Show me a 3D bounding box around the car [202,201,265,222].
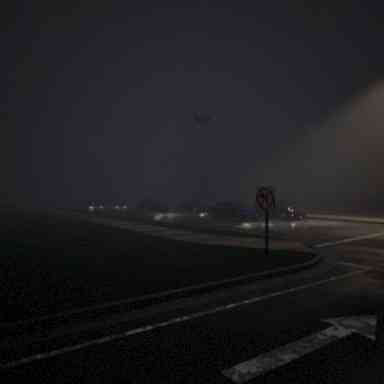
[{"bbox_3d":[3.327,1.477,26.812,1.882,1.535,5.008,0,0,-36],"label":"car"}]

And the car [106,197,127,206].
[{"bbox_3d":[-12.597,1.547,54.875,2.033,1.411,5.357,0,0,-35],"label":"car"}]

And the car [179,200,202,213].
[{"bbox_3d":[0.391,1.564,36.789,1.994,1.385,4.181,0,0,-36],"label":"car"}]

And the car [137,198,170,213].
[{"bbox_3d":[-4.389,1.477,37.410,1.882,1.535,5.008,0,0,-36],"label":"car"}]

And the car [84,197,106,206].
[{"bbox_3d":[-16.011,1.507,53.642,1.837,1.490,4.892,0,-1,-35],"label":"car"}]

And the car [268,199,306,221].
[{"bbox_3d":[7.124,1.351,27.547,2.097,1.767,4.553,0,0,-36],"label":"car"}]
